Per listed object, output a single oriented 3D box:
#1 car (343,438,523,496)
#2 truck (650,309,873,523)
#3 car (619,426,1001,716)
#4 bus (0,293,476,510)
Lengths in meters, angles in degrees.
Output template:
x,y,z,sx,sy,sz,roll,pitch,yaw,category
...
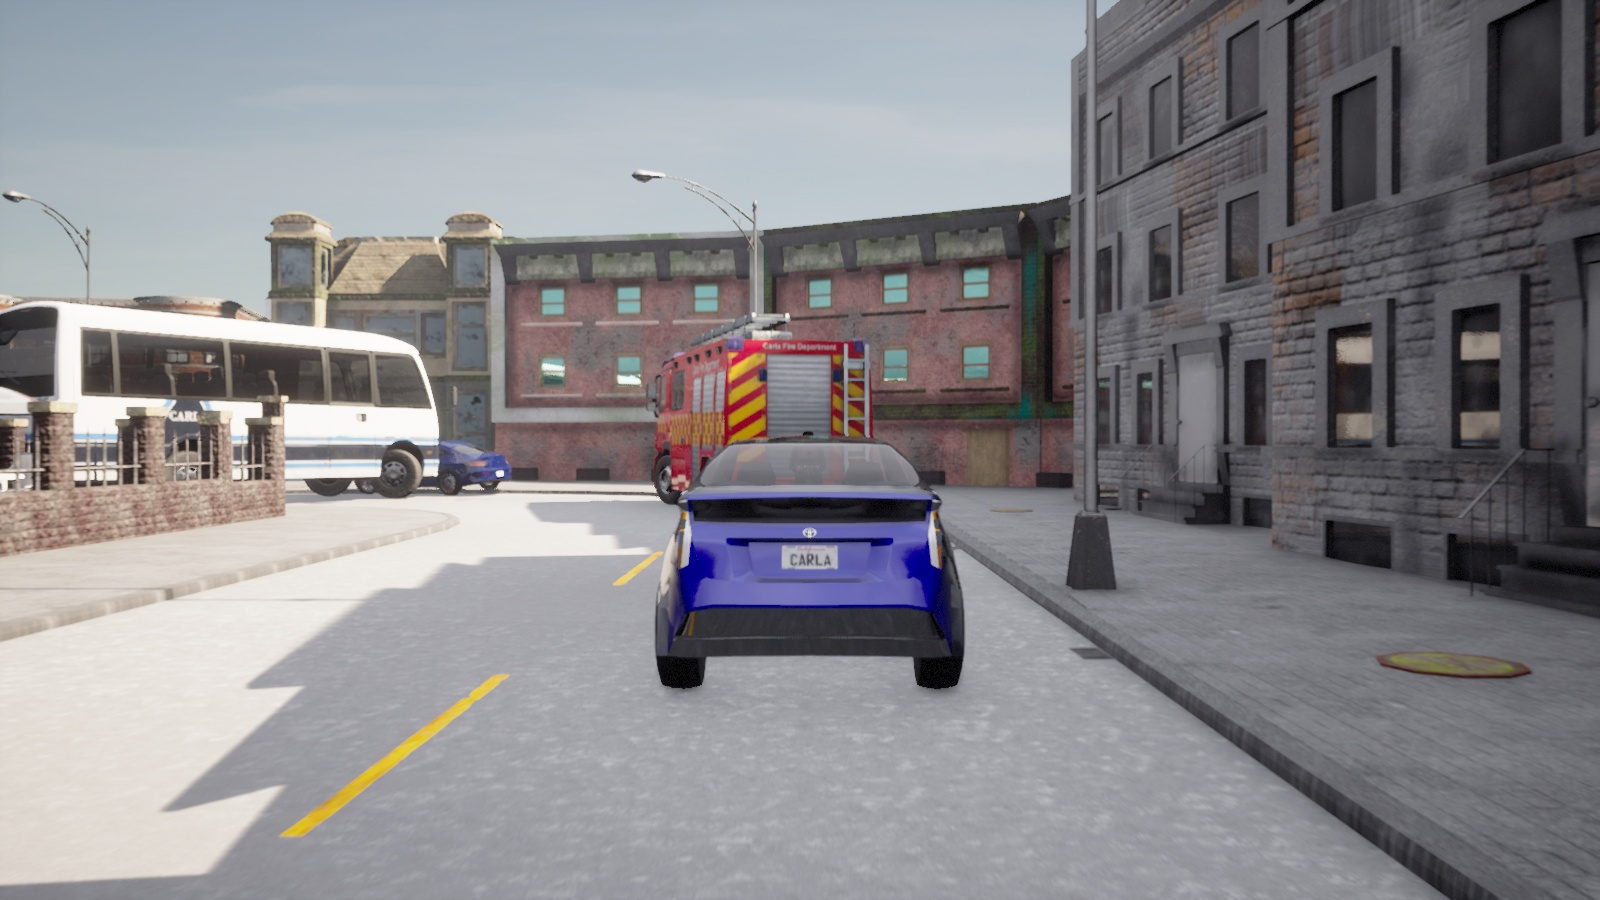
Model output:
x,y,z,sx,sy,sz,roll,pitch,yaw,category
-10.152,0.427,34.688,4.674,1.442,1.812,0,3,25,car
-1.159,-0.649,27.012,2.891,3.827,8.468,0,1,-15,truck
0.066,0.617,8.877,2.007,1.525,4.514,0,1,0,car
-13.008,-0.932,30.019,3.944,4.253,10.273,0,0,32,bus
